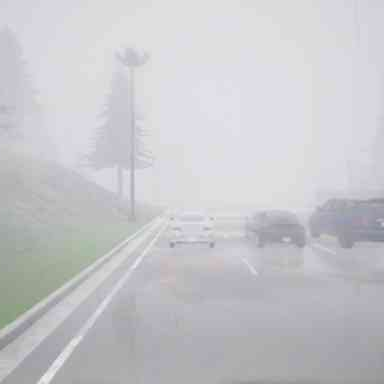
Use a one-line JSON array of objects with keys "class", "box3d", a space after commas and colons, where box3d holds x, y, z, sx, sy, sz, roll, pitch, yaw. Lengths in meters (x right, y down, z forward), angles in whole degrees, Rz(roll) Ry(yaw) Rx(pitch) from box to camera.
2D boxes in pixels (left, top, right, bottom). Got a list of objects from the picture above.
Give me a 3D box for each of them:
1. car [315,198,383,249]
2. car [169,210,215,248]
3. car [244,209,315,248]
[{"class": "car", "box3d": [7.000, 1.255, 14.677, 2.150, 2.045, 5.566, 0, 0, 0]}, {"class": "car", "box3d": [0.000, 1.530, 14.647, 1.812, 1.442, 4.674, 0, 0, 0]}, {"class": "car", "box3d": [3.500, 1.514, 14.647, 1.837, 1.490, 4.892, 0, 0, 0]}]
